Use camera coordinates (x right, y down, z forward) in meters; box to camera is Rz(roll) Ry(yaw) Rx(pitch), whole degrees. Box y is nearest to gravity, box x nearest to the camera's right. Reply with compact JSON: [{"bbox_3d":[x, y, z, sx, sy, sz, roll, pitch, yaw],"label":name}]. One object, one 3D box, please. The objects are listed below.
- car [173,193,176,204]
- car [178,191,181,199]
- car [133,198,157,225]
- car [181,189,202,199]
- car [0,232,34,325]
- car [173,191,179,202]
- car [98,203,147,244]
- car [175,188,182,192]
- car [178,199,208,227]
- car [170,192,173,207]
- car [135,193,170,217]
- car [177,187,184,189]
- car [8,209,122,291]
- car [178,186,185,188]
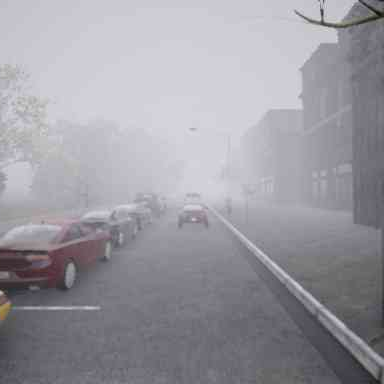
[{"bbox_3d":[-3.689,1.288,42.373,2.163,1.488,4.792,-1,1,2],"label":"car"},{"bbox_3d":[-3.689,1.118,59.756,2.002,1.452,4.674,0,1,2],"label":"car"},{"bbox_3d":[-3.664,1.391,20.162,2.097,1.535,5.008,0,0,2],"label":"car"},{"bbox_3d":[0.073,0.987,40.013,2.150,2.045,5.566,0,1,0],"label":"car"},{"bbox_3d":[-3.646,1.484,2.683,1.946,1.575,5.366,0,0,2],"label":"car"},{"bbox_3d":[-3.678,1.136,53.620,1.946,1.575,5.366,0,1,2],"label":"car"},{"bbox_3d":[-3.660,1.440,14.621,2.231,1.521,4.892,0,0,2],"label":"car"},{"bbox_3d":[-3.674,0.637,73.010,2.185,1.767,4.553,2,2,2],"label":"car"},{"bbox_3d":[0.086,1.408,21.768,1.812,1.442,4.674,0,1,0],"label":"car"},{"bbox_3d":[-3.676,1.147,36.768,2.185,1.767,4.553,0,1,2],"label":"car"},{"bbox_3d":[-3.669,1.066,29.113,2.435,2.045,5.566,0,0,2],"label":"car"},{"bbox_3d":[-3.683,0.292,84.027,1.946,1.575,5.366,1,3,2],"label":"car"},{"bbox_3d":[-3.657,1.468,9.065,2.097,1.535,5.008,0,1,2],"label":"car"},{"bbox_3d":[-3.690,0.003,89.759,2.231,1.521,4.892,1,4,2],"label":"car"}]
